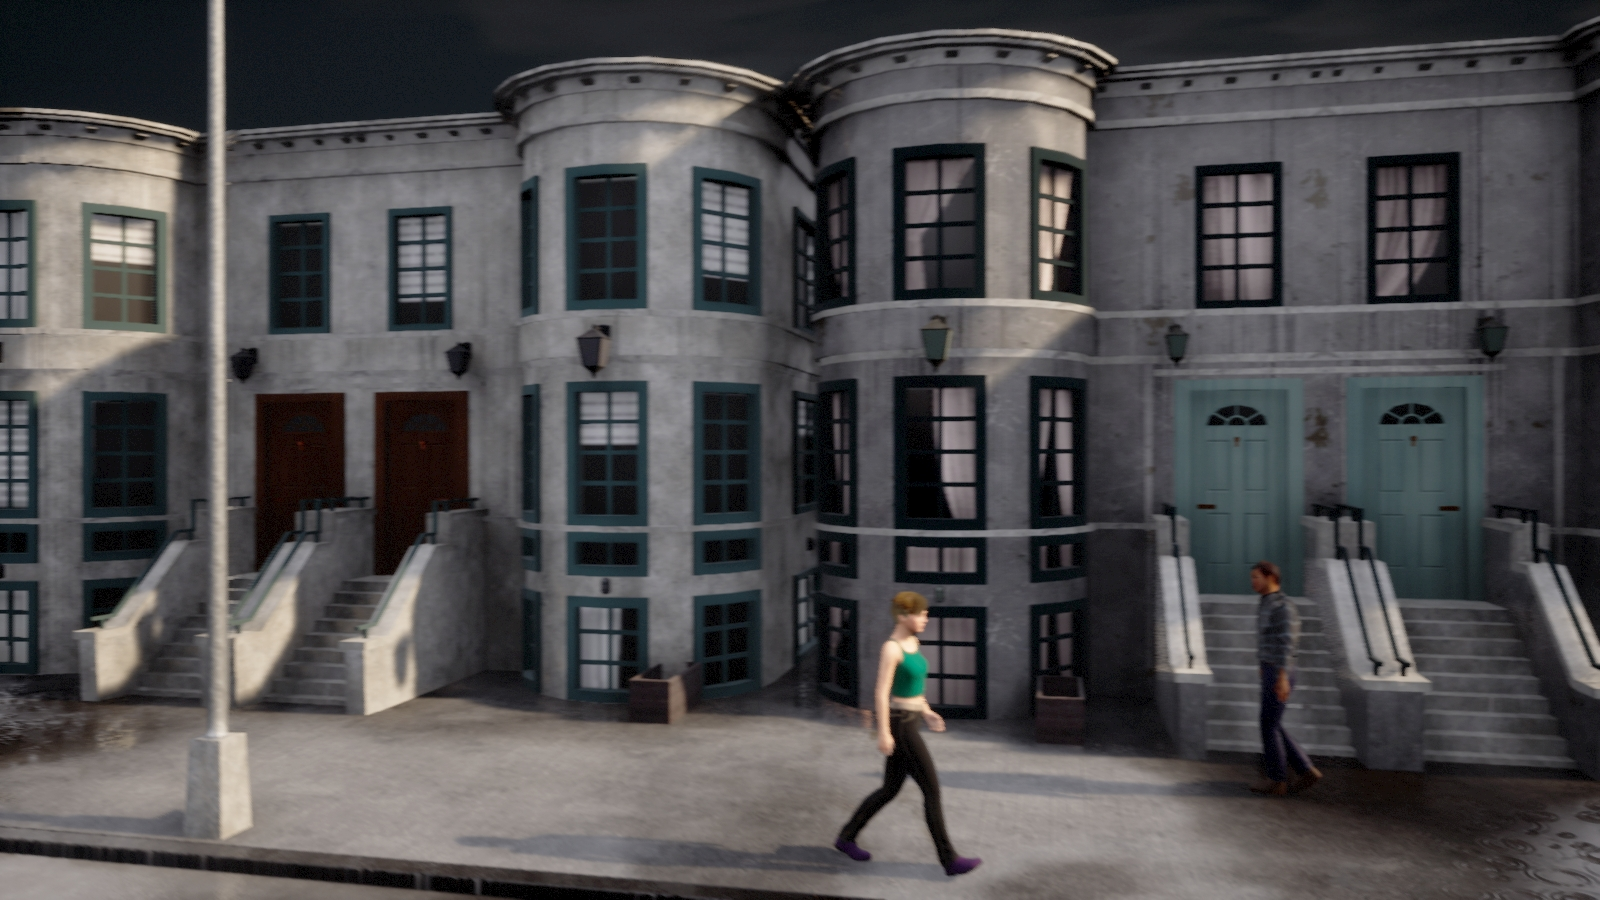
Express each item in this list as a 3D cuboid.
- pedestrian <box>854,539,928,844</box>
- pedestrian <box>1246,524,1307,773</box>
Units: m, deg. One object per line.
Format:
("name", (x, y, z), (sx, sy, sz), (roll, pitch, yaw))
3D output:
("pedestrian", (0.590, 1.526, 7.371), (0.375, 1.860, 0.375), (0, 0, 23))
("pedestrian", (3.699, 1.519, 8.879), (0.375, 1.860, 0.375), (0, 0, 14))
